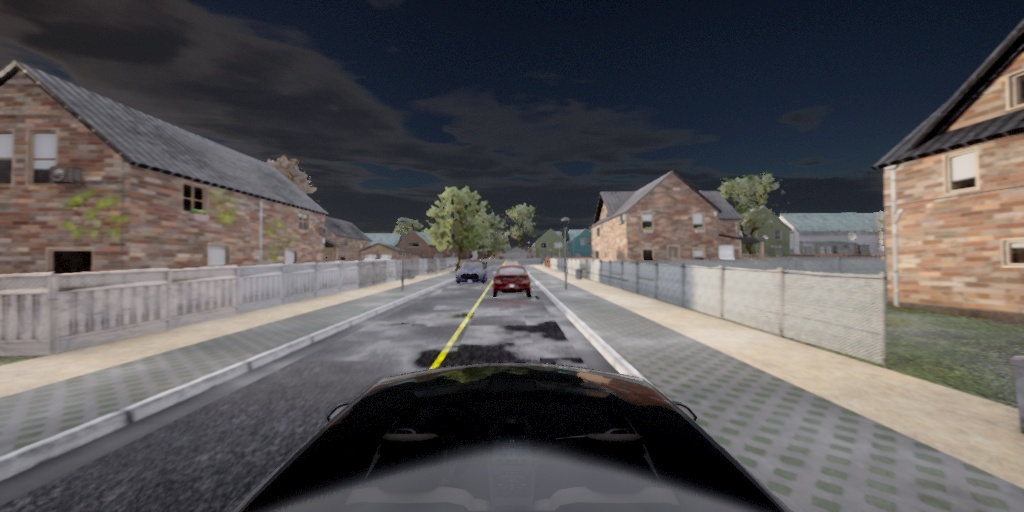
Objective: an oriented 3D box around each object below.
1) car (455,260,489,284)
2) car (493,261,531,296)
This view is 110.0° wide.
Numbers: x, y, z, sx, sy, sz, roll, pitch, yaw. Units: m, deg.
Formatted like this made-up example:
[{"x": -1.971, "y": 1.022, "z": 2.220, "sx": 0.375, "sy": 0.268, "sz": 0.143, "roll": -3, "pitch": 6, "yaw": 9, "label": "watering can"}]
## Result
[{"x": -2.891, "y": 1.108, "z": 26.672, "sx": 2.097, "sy": 1.767, "sz": 4.553, "roll": 0, "pitch": 0, "yaw": 0, "label": "car"}, {"x": -0.011, "y": 1.220, "z": 19.226, "sx": 1.882, "sy": 1.535, "sz": 5.008, "roll": 0, "pitch": 0, "yaw": 0, "label": "car"}]
